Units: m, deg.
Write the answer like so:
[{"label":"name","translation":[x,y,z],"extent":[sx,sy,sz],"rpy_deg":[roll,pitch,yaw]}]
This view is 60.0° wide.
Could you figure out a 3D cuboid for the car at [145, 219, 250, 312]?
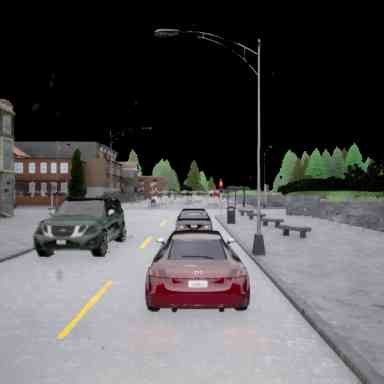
[{"label":"car","translation":[0.095,1.564,7.777],"extent":[1.994,1.385,4.181],"rpy_deg":[0,0,0]}]

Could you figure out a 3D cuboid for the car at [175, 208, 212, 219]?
[{"label":"car","translation":[0.084,1.547,17.013],"extent":[2.033,1.411,5.357],"rpy_deg":[0,0,0]}]

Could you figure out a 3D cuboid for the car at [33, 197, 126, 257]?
[{"label":"car","translation":[-4.103,1.221,13.211],"extent":[2.150,2.045,5.566],"rpy_deg":[0,0,0]}]
